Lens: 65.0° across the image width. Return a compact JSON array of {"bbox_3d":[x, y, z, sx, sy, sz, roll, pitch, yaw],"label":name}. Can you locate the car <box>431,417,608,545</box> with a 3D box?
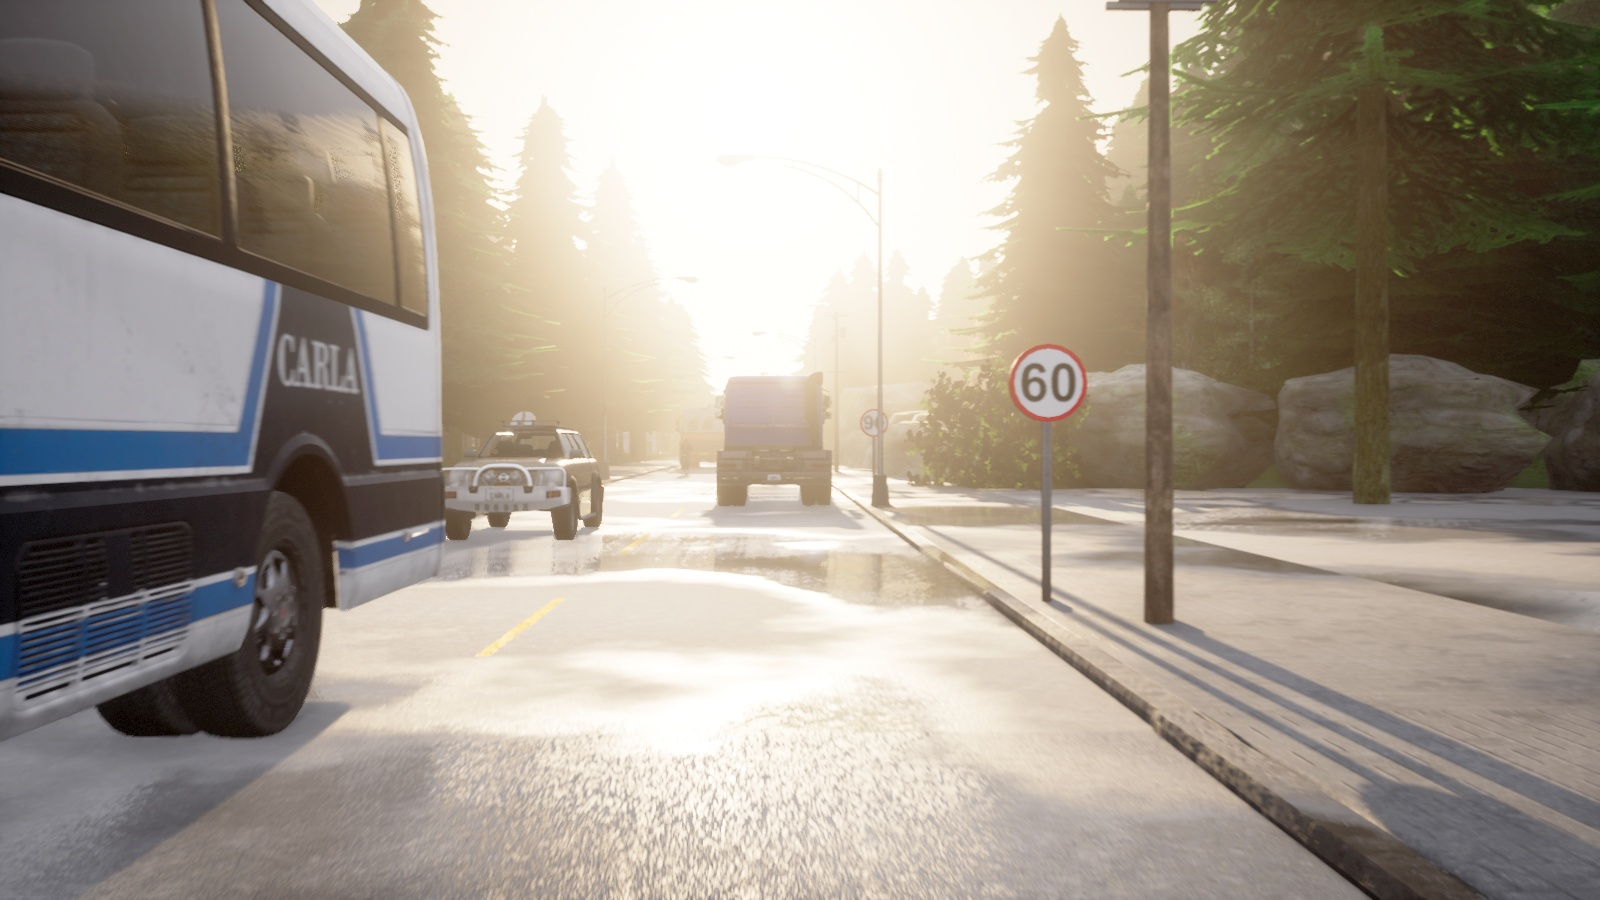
[{"bbox_3d":[-4.402,0.447,20.437,1.932,1.855,4.605,0,0,-1],"label":"car"}]

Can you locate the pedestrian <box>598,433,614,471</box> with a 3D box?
[{"bbox_3d":[-10.066,0.084,65.124,0.659,1.952,0.873,0,0,3],"label":"pedestrian"}]

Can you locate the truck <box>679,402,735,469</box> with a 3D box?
[{"bbox_3d":[-5.479,-0.846,75.422,2.891,3.827,8.468,0,0,-1],"label":"truck"}]

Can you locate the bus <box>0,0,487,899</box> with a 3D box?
[{"bbox_3d":[-4.058,-0.653,3.620,3.944,4.253,10.273,0,0,-1],"label":"bus"}]

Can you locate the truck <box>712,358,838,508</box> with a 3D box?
[{"bbox_3d":[-0.656,-0.421,32.942,2.891,3.462,7.936,0,0,-1],"label":"truck"}]
